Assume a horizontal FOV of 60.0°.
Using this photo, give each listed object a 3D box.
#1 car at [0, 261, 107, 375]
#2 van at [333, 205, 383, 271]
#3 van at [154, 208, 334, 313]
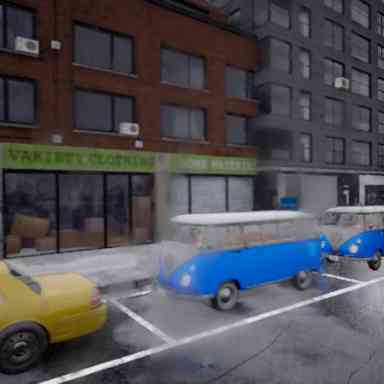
[{"bbox_3d":[-3.533,1.525,4.023,4.829,1.417,1.752,0,-1,-35],"label":"car"},{"bbox_3d":[5.702,1.331,10.607,3.998,1.788,1.690,0,-1,-35],"label":"van"},{"bbox_3d":[1.153,1.336,7.365,3.998,1.788,1.690,0,-1,-35],"label":"van"}]
